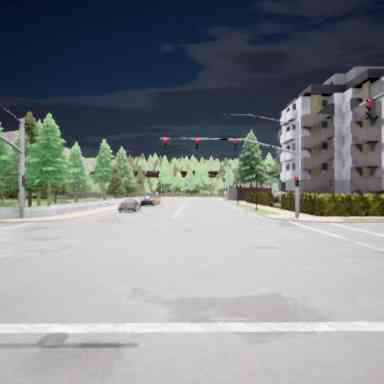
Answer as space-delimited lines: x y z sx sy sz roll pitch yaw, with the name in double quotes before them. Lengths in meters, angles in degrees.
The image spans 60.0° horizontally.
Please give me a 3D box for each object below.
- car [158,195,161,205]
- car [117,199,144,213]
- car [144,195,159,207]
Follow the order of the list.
"car" -6.622 1.330 58.601 2.097 1.767 4.553 0 0 0
"car" -6.863 1.507 36.759 1.812 1.442 4.674 0 0 0
"car" -6.654 1.576 51.109 1.895 1.301 4.718 0 0 0
